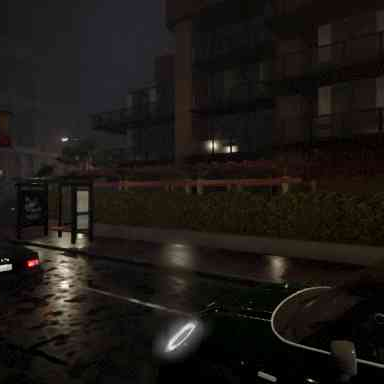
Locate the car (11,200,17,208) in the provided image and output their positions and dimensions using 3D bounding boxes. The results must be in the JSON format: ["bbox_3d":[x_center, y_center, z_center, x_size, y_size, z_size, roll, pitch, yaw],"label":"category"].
[{"bbox_3d":[-22.065,1.505,46.547,1.837,1.490,4.892,0,0,36],"label":"car"}]

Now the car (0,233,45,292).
[{"bbox_3d":[-5.735,1.547,8.039,5.357,1.411,2.033,0,0,36],"label":"car"}]

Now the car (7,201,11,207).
[{"bbox_3d":[-24.563,1.477,49.090,1.882,1.535,5.008,0,0,35],"label":"car"}]

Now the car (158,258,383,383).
[{"bbox_3d":[1.882,1.352,2.662,4.553,1.767,2.097,0,0,35],"label":"car"}]
